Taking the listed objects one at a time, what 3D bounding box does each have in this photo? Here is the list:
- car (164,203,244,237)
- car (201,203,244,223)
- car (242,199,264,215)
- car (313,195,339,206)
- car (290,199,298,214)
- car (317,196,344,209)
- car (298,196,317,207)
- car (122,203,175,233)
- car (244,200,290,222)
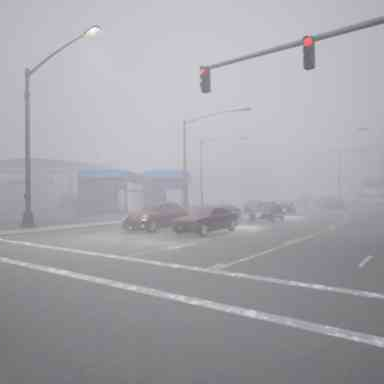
[{"bbox_3d":[0.849,1.585,19.359,1.882,1.535,5.008,-1,0,36],"label":"car"},{"bbox_3d":[2.647,1.699,28.133,1.994,1.385,4.181,-1,0,31],"label":"car"},{"bbox_3d":[6.879,1.619,37.300,1.882,1.535,5.008,-1,0,16],"label":"car"},{"bbox_3d":[22.284,1.437,55.599,2.097,1.767,4.553,-1,0,-8],"label":"car"},{"bbox_3d":[10.306,1.704,36.494,1.895,1.301,4.718,-1,0,16],"label":"car"},{"bbox_3d":[19.105,1.628,45.412,1.994,1.385,4.181,-1,0,5],"label":"car"},{"bbox_3d":[18.834,1.470,55.368,2.097,1.767,4.553,-1,0,-8],"label":"car"},{"bbox_3d":[-2.271,1.498,21.026,2.097,1.767,4.553,-1,0,36],"label":"car"},{"bbox_3d":[6.161,1.588,27.211,2.128,1.511,4.902,-1,0,30],"label":"car"}]
